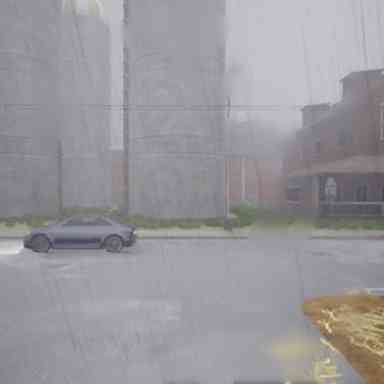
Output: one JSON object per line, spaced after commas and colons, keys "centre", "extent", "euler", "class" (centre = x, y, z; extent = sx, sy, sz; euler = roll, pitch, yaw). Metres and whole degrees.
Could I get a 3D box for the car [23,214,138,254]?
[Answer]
{"centre": [-4.233, 1.553, 13.009], "extent": [4.181, 1.385, 1.994], "euler": [0, 0, 0], "class": "car"}
